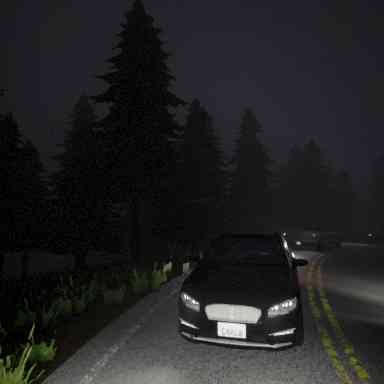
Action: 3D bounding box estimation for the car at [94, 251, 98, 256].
[{"bbox_3d":[-20.219,13.650,73.004,4.181,1.381,1.994,-2,-5,31],"label":"car"}]

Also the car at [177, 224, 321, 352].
[{"bbox_3d":[1.138,1.562,6.623,2.128,1.511,4.902,-1,-2,15],"label":"car"}]

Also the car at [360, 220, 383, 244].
[{"bbox_3d":[15.892,3.228,26.477,5.566,2.045,2.150,8,-8,-28],"label":"car"}]

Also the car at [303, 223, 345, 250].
[{"bbox_3d":[6.528,2.310,17.734,1.895,1.301,4.718,-3,-6,39],"label":"car"}]
